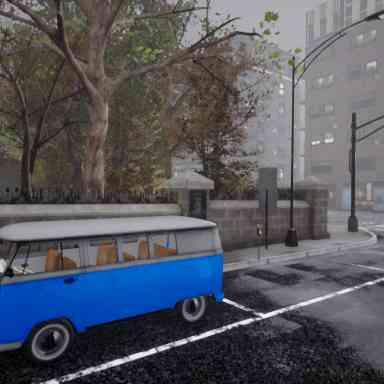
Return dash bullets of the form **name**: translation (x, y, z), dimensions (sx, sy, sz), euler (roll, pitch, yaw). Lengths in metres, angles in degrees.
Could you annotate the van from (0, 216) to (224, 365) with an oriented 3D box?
- **van**: translation (-1.327, 1.342, 5.544), dimensions (3.998, 1.788, 1.690), euler (0, 1, -35)
